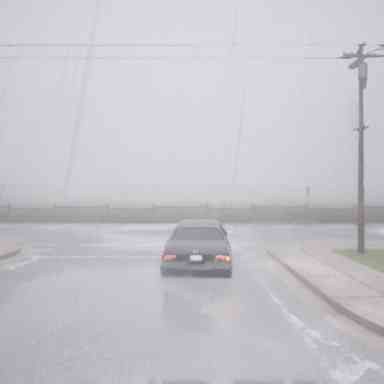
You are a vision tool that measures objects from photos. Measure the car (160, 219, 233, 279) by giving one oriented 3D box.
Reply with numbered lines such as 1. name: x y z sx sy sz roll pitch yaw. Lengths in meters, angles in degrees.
1. car: 0.237 1.533 10.002 2.033 1.411 5.357 0 0 3
